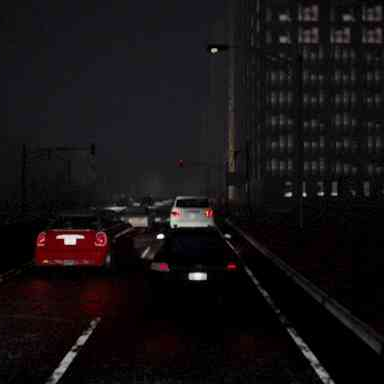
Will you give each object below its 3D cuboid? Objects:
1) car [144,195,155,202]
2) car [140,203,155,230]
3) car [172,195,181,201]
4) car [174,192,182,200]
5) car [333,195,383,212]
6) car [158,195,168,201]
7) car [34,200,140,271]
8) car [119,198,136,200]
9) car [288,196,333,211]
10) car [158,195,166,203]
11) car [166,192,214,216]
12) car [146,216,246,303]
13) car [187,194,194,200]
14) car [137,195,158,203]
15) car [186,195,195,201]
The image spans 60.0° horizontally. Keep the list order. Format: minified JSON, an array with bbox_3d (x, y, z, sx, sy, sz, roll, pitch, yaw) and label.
[{"bbox_3d":[-10.181,1.488,80.175,2.128,1.511,4.902,0,0,0],"label":"car"},{"bbox_3d":[-3.261,1.534,19.747,1.895,1.301,4.718,0,0,-1],"label":"car"},{"bbox_3d":[-3.678,1.438,79.761,1.882,1.535,5.008,0,0,0],"label":"car"},{"bbox_3d":[-3.734,1.106,90.214,2.150,2.045,5.566,0,0,0],"label":"car"},{"bbox_3d":[16.153,1.226,31.001,4.829,1.417,1.752,0,-1,-1],"label":"car"},{"bbox_3d":[-6.932,1.479,80.549,2.128,1.511,4.902,0,0,0],"label":"car"},{"bbox_3d":[-3.208,1.309,10.850,2.097,1.767,4.553,0,0,0],"label":"car"},{"bbox_3d":[-10.108,1.511,50.042,1.895,1.301,4.718,0,0,0],"label":"car"},{"bbox_3d":[13.365,1.403,36.371,5.357,1.411,2.033,0,-1,-1],"label":"car"},{"bbox_3d":[-6.868,1.530,66.580,1.895,1.301,4.718,0,0,0],"label":"car"},{"bbox_3d":[0.002,1.159,18.065,2.150,2.045,5.566,0,0,0],"label":"car"},{"bbox_3d":[0.065,1.530,8.186,1.994,1.385,4.181,0,0,-1],"label":"car"},{"bbox_3d":[-0.484,1.359,90.200,1.882,1.535,5.008,0,0,0],"label":"car"},{"bbox_3d":[-6.862,1.411,51.304,1.837,1.490,4.892,0,1,0],"label":"car"},{"bbox_3d":[-0.428,1.500,79.778,2.033,1.411,5.357,0,0,0],"label":"car"}]
